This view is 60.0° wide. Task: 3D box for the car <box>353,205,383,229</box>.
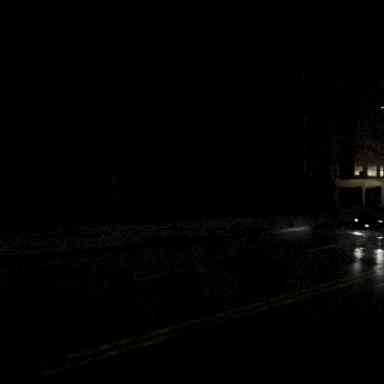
[{"bbox_3d":[11.990,1.507,20.231,5.357,1.411,2.033,0,0,-36],"label":"car"}]
